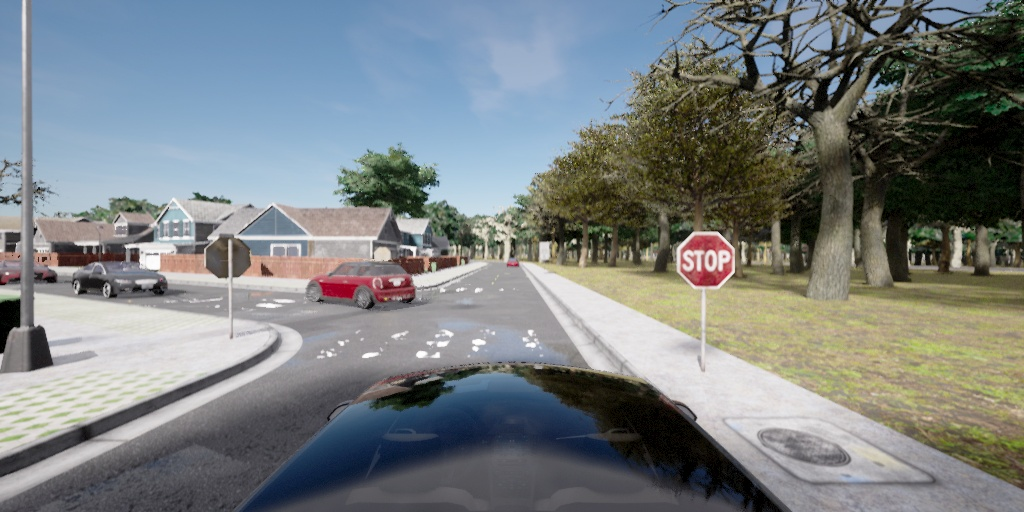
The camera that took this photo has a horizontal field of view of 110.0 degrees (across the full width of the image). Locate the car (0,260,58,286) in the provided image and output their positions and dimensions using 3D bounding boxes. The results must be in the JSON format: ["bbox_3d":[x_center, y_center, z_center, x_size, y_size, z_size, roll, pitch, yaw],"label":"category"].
[{"bbox_3d":[-28.978,0.955,21.117,4.181,1.385,1.994,1,0,23],"label":"car"}]

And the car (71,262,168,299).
[{"bbox_3d":[-17.819,1.013,16.293,4.902,1.511,2.128,1,0,23],"label":"car"}]

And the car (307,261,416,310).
[{"bbox_3d":[-6.023,0.992,14.166,4.553,1.767,2.097,1,1,31],"label":"car"}]

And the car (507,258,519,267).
[{"bbox_3d":[0.163,1.104,58.127,1.994,1.385,4.181,0,0,1],"label":"car"}]
